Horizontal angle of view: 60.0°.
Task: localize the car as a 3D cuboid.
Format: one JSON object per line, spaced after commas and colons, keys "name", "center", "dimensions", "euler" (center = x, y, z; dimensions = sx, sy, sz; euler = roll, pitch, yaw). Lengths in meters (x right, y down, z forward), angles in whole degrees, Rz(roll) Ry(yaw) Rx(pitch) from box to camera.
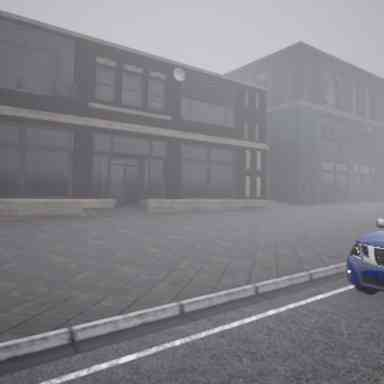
{"name": "car", "center": [5.850, 1.199, 7.611], "dimensions": [5.566, 2.045, 2.150], "euler": [0, 0, -36]}
